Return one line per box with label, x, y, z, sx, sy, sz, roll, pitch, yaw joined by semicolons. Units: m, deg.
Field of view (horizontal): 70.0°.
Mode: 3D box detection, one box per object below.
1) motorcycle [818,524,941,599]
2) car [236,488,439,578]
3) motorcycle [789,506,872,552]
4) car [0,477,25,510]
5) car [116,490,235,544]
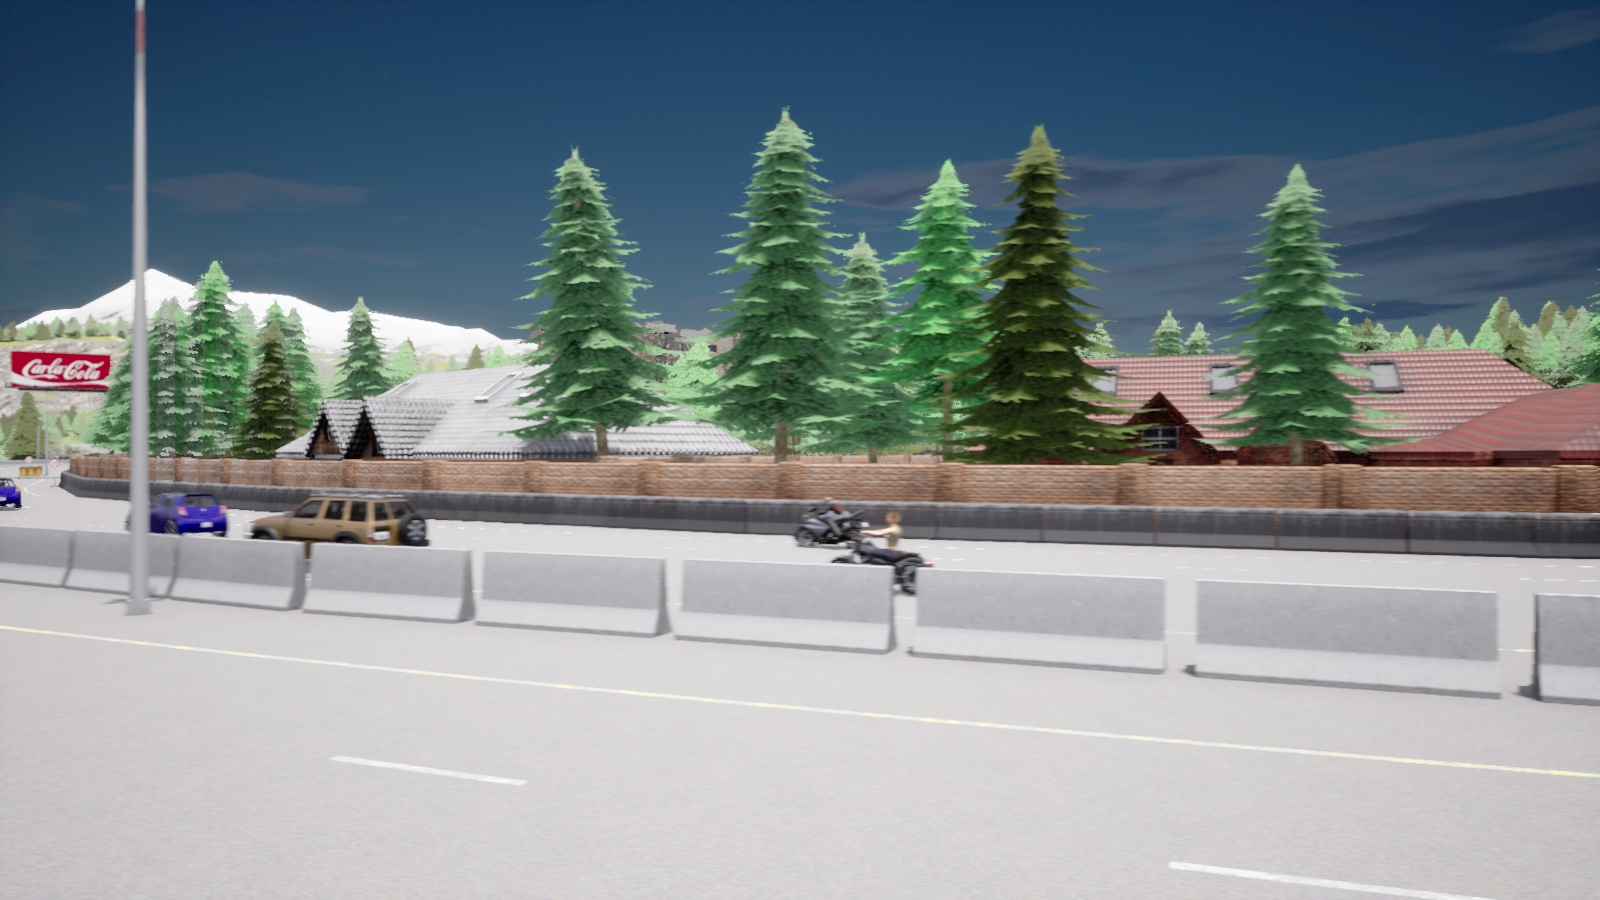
motorcycle;1.559;2.185;22.663;2.356;1.325;0.764;0;-1;32
car;-11.068;1.904;27.291;4.605;1.855;1.932;0;0;27
motorcycle;0.872;2.260;32.935;2.209;1.251;0.867;0;-1;25
car;-39.214;2.106;55.534;3.633;1.501;1.845;0;0;43
car;-19.899;2.086;36.385;3.633;1.501;1.845;0;0;33
